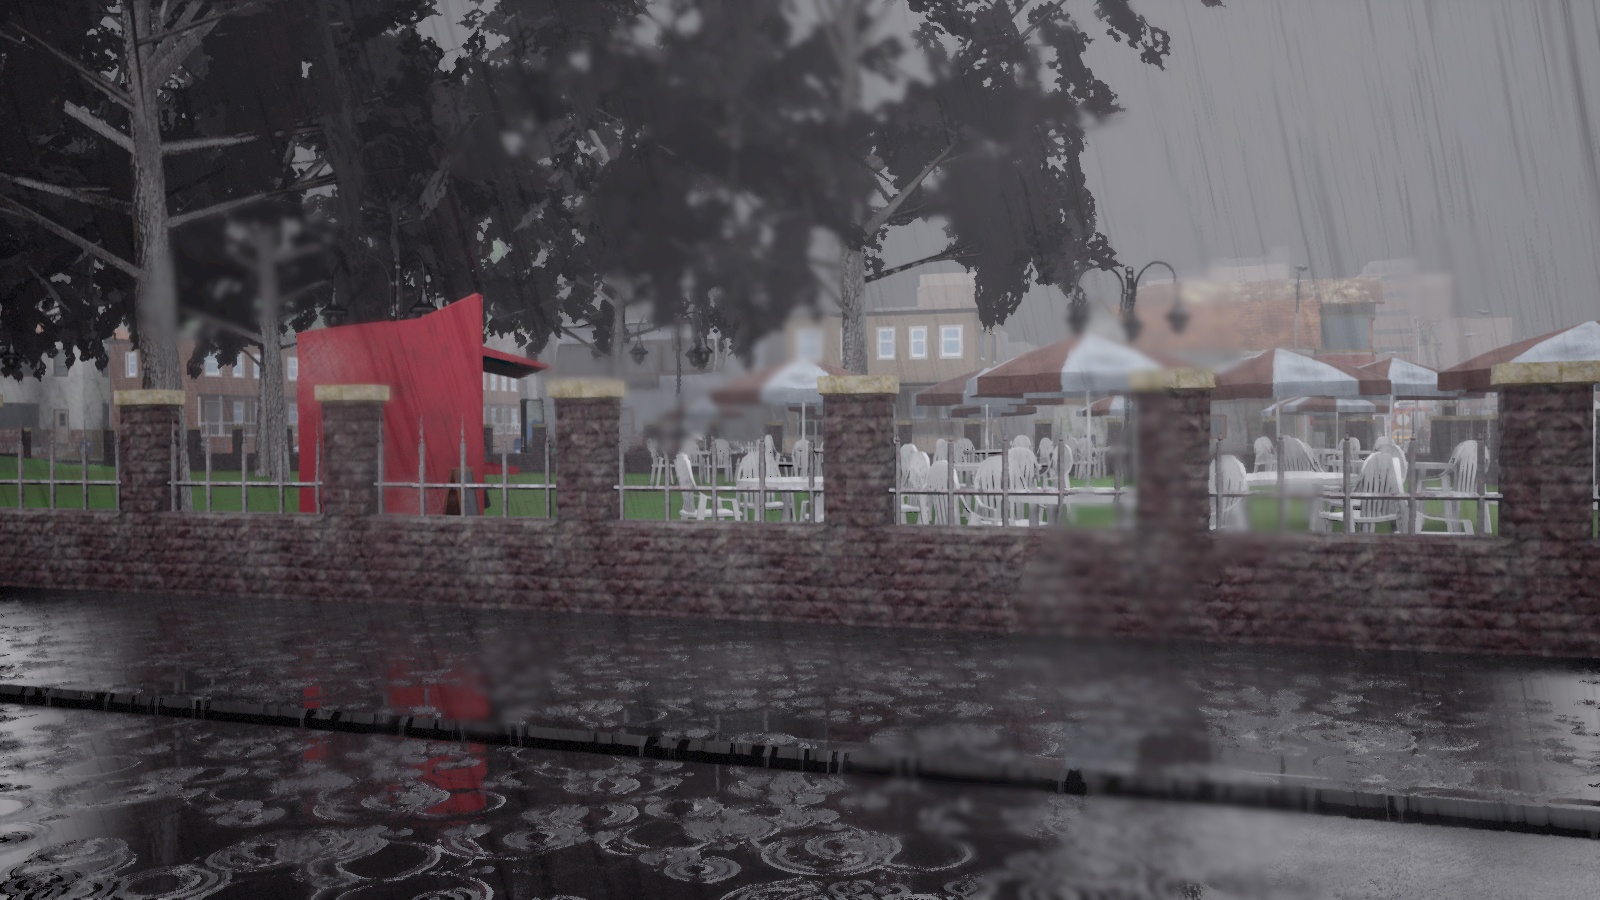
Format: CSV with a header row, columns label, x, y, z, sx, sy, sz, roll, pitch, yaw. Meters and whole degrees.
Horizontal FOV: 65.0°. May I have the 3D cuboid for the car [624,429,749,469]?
label,x,y,z,sx,sy,sz,roll,pitch,yaw
car,-4.773,-0.073,53.084,4.856,1.649,2.033,0,1,19
